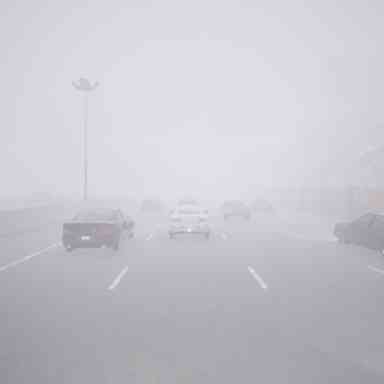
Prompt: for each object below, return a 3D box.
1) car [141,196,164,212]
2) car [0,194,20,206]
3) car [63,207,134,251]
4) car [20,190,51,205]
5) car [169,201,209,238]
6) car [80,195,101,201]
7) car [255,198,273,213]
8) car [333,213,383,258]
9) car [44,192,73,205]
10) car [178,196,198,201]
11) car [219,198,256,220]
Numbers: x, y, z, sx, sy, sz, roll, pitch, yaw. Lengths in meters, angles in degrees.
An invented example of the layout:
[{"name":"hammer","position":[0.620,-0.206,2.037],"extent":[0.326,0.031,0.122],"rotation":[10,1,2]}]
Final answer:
[{"name":"car","position":[-3.922,1.180,33.454],"extent":[1.882,1.535,5.008],"rotation":[0,1,-1]},{"name":"car","position":[-25.297,1.079,46.599],"extent":[2.128,1.511,4.902],"rotation":[0,0,0]},{"name":"car","position":[-3.585,1.356,13.527],"extent":[1.882,1.535,5.008],"rotation":[0,1,-1]},{"name":"car","position":[-21.804,0.801,47.524],"extent":[2.150,2.045,5.566],"rotation":[0,0,0]},{"name":"car","position":[-0.150,1.377,16.604],"extent":[1.812,1.442,4.674],"rotation":[0,1,-1]},{"name":"car","position":[-14.815,1.114,48.869],"extent":[2.033,1.411,5.357],"rotation":[0,0,-1]},{"name":"car","position":[6.593,1.273,32.668],"extent":[1.994,1.385,4.181],"rotation":[0,1,-1]},{"name":"car","position":[6.951,1.442,11.727],"extent":[2.033,1.411,5.357],"rotation":[0,1,-1]},{"name":"car","position":[-18.298,1.077,46.725],"extent":[2.128,1.511,4.902],"rotation":[0,0,0]},{"name":"car","position":[-0.421,1.180,33.440],"extent":[1.882,1.535,5.008],"rotation":[0,1,-1]},{"name":"car","position":[3.213,1.318,25.651],"extent":[2.033,1.411,5.357],"rotation":[0,1,-1]}]
